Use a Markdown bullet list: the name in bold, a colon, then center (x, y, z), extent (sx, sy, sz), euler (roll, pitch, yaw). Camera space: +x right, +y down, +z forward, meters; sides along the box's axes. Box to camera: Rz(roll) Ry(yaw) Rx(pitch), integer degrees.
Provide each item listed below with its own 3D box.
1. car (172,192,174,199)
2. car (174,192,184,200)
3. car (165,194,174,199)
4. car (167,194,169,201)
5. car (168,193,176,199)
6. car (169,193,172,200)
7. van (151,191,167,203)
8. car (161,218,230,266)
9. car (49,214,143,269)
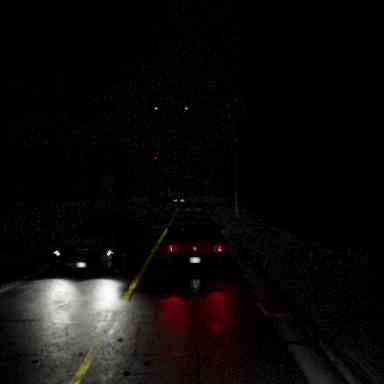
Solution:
- **car**: center (-5.529, 1.039, 71.603), extent (1.887, 1.381, 4.507), euler (2, 0, 0)
- **car**: center (-2.929, 0.983, 75.914), extent (1.882, 1.535, 5.008), euler (0, 0, 0)
- **car**: center (-5.571, 1.109, 82.184), extent (1.802, 1.307, 4.206), euler (2, 0, 0)
- **car**: center (-5.471, 1.024, 56.038), extent (2.008, 1.369, 4.403), euler (2, 0, 0)
- **car**: center (-5.610, 1.118, 92.765), extent (1.887, 1.381, 4.507), euler (1, 0, 0)
- **car**: center (-5.483, 0.793, 61.023), extent (2.192, 1.841, 5.009), euler (2, 0, 0)
- **van**: center (-5.453, 0.812, 52.718), extent (1.690, 1.788, 3.998), euler (2, 0, 0)
- **car**: center (0.088, 1.532, 11.209), extent (1.895, 1.301, 4.718), euler (0, 1, 0)
- **car**: center (-2.860, 1.479, 11.265), extent (2.033, 1.411, 5.357), euler (0, 1, 0)
